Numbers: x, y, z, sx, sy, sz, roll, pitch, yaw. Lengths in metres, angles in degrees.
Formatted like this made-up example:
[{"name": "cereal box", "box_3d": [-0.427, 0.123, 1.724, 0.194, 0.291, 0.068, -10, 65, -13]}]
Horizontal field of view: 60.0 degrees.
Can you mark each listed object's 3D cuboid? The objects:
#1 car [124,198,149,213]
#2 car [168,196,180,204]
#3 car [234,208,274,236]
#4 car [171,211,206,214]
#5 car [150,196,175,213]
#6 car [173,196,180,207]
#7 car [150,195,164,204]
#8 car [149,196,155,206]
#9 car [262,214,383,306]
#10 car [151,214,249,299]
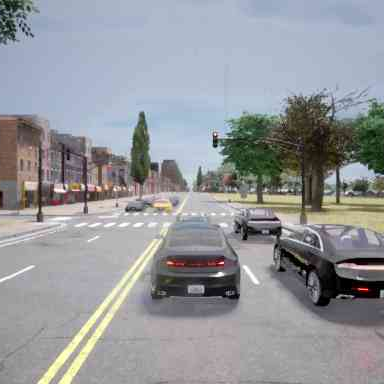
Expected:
[{"name": "car", "box_3d": [-6.614, 1.691, 39.088, 1.994, 1.385, 4.181, 0, 0, 0]}, {"name": "car", "box_3d": [-3.328, 1.499, 63.693, 2.033, 1.411, 5.357, 0, 0, 0]}, {"name": "car", "box_3d": [3.290, 1.577, 17.236, 2.128, 1.511, 4.902, 0, 0, 0]}, {"name": "car", "box_3d": [0.045, 1.689, 17.771, 1.895, 1.301, 4.718, 0, 0, 0]}, {"name": "car", "box_3d": [-3.372, 1.606, 38.873, 1.882, 1.535, 5.008, 0, 0, 0]}, {"name": "car", "box_3d": [-3.363, 1.621, 51.832, 1.994, 1.385, 4.181, 0, 0, 0]}, {"name": "car", "box_3d": [-6.582, 1.451, 62.770, 2.128, 1.511, 4.902, 0, 0, 0]}, {"name": "car", "box_3d": [-6.617, 1.606, 51.620, 2.033, 1.411, 5.357, 0, 0, 0]}, {"name": "car", "box_3d": [3.327, 1.515, 8.026, 2.128, 1.511, 4.902, 0, 0, 0]}, {"name": "car", "box_3d": [0.078, 1.531, 8.466, 1.837, 1.490, 4.892, 0, 0, 0]}]
